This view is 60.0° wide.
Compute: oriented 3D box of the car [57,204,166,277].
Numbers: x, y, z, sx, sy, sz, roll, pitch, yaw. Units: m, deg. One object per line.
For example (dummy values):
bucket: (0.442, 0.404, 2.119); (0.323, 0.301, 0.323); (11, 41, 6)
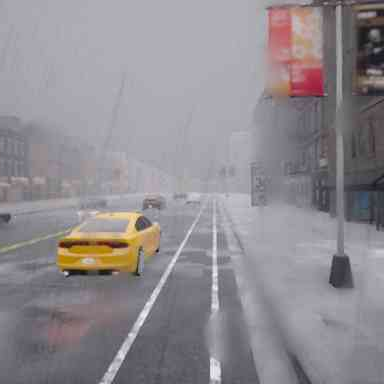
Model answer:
car: (-2.125, 1.346, 9.833); (1.882, 1.535, 5.008); (0, 1, 4)

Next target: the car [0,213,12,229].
car: (-11.605, 1.458, 17.207); (1.895, 1.301, 4.718); (0, 1, 4)

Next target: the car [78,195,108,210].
car: (-10.380, 1.098, 35.285); (1.837, 1.490, 4.892); (0, 1, 4)

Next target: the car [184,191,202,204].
car: (0.288, 0.847, 46.071); (1.812, 1.442, 4.674); (0, 1, 4)

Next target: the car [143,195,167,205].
car: (-3.781, 1.065, 33.867); (1.837, 1.490, 4.892); (0, 1, 4)

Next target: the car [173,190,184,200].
car: (-2.074, 0.434, 59.835); (2.097, 1.767, 4.553); (0, 1, 5)
